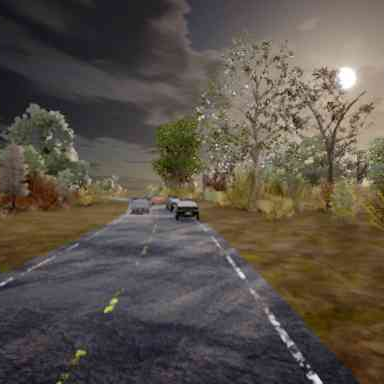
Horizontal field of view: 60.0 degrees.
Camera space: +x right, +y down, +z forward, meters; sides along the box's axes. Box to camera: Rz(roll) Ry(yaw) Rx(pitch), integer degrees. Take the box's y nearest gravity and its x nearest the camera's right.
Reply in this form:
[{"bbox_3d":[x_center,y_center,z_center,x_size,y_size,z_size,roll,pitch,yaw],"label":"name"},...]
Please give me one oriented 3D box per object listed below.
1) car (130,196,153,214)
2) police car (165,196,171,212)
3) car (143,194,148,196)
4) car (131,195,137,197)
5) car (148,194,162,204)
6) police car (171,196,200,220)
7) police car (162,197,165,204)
[{"bbox_3d":[-5.342,1.490,34.946,1.837,1.490,4.892,0,0,-7],"label":"car"},{"bbox_3d":[-1.663,1.403,38.135,1.930,1.638,5.238,0,0,-7],"label":"police car"},{"bbox_3d":[-10.266,1.184,77.310,2.097,1.767,4.553,0,0,-15],"label":"car"},{"bbox_3d":[-13.218,1.413,76.389,1.895,1.301,4.718,0,0,-14],"label":"car"},{"bbox_3d":[-6.294,1.320,60.591,2.097,1.767,4.553,0,0,-12],"label":"car"},{"bbox_3d":[-0.521,1.408,28.121,1.930,1.638,5.238,0,0,-6],"label":"police car"},{"bbox_3d":[-2.506,1.400,44.123,1.930,1.638,5.238,0,0,-9],"label":"police car"}]
